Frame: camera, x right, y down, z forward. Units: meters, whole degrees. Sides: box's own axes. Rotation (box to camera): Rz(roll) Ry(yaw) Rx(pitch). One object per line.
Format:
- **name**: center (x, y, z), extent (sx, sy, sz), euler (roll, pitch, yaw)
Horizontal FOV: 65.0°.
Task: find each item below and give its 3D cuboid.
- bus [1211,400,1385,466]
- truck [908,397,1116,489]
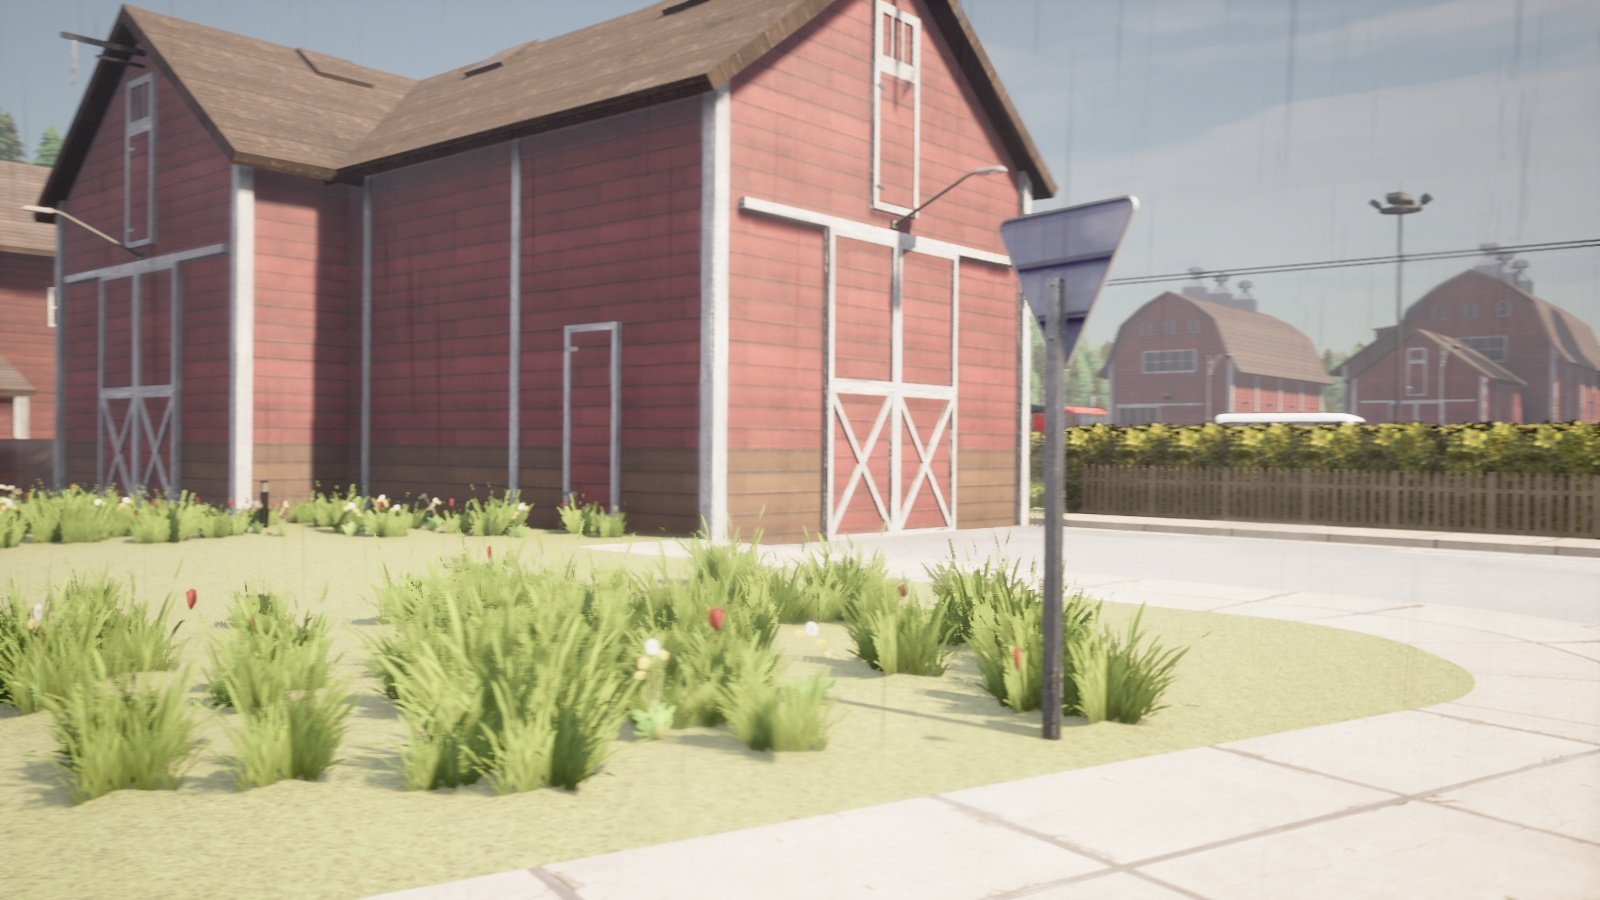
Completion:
- **bus**: center (33.972, -1.092, 85.955), extent (10.273, 4.253, 3.944), euler (-1, 0, 40)
- **truck**: center (8.476, -0.243, 50.981), extent (7.936, 3.462, 2.891), euler (-1, 0, 40)
